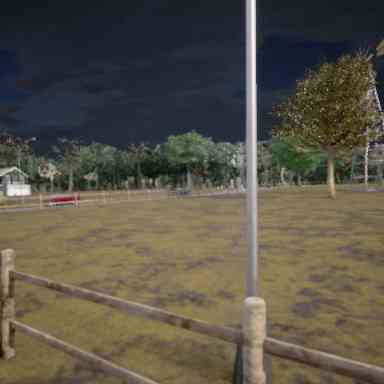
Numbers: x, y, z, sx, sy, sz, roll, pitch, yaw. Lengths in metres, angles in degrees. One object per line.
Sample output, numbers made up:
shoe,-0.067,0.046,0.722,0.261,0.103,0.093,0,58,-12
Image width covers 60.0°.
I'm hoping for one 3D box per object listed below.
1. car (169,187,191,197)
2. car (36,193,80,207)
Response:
car,-2.097,-0.009,57.146,1.837,1.490,4.892,-3,0,36
car,-15.455,0.862,38.461,1.882,1.535,5.008,-3,1,35
